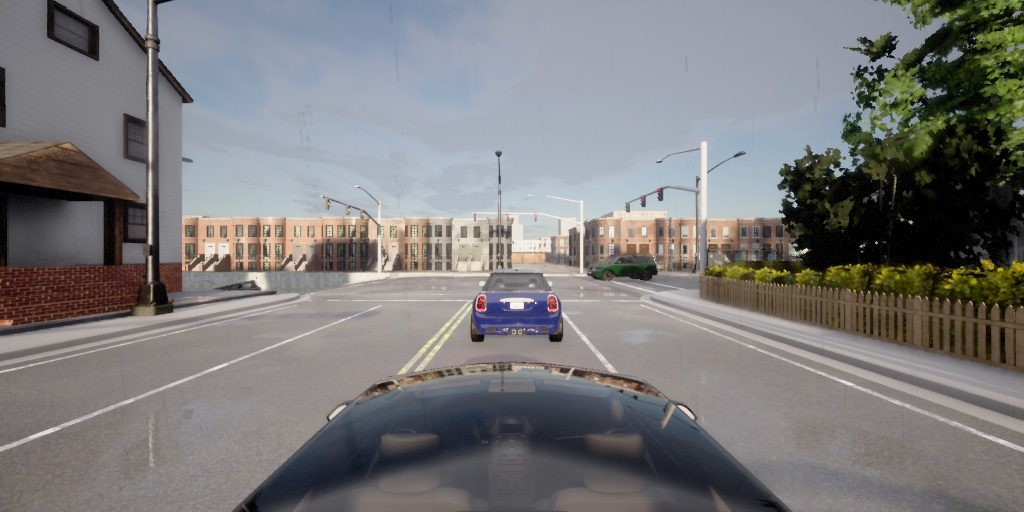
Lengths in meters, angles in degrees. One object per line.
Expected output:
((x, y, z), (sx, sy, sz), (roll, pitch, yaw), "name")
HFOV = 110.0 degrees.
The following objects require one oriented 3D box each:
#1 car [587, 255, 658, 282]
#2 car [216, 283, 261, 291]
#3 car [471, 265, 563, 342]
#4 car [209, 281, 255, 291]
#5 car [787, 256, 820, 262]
((8.909, 0.972, 28.947), (5.566, 2.045, 2.150), (0, 0, -10), "car")
((-20.967, 3.363, 25.817), (4.718, 1.301, 1.895), (-13, 1, 0), "car")
((0.109, 1.102, 9.948), (2.097, 1.767, 4.553), (0, 0, 0), "car")
((-23.670, 3.541, 29.507), (5.566, 2.045, 2.150), (-13, 1, 0), "car")
((24.271, 0.972, 29.688), (5.566, 2.045, 2.150), (0, 0, -1), "car")
